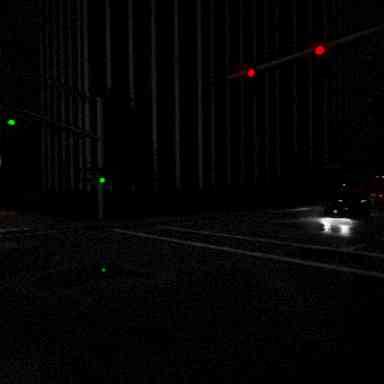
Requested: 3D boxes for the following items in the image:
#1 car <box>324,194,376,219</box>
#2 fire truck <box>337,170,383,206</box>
[{"bbox_3d":[11.285,1.110,24.136,4.181,1.385,1.994,-1,1,-42],"label":"car"},{"bbox_3d":[18.791,-0.341,35.541,8.468,3.827,2.891,-1,1,-42],"label":"fire truck"}]
